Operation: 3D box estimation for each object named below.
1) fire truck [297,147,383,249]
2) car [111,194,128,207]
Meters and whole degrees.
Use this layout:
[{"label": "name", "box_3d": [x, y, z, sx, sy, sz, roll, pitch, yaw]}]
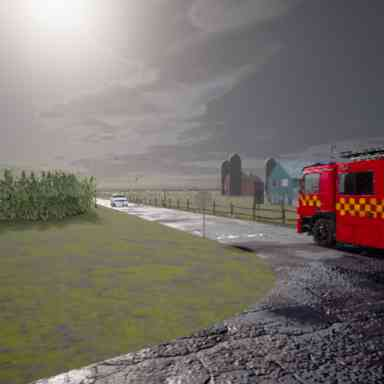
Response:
[{"label": "fire truck", "box_3d": [7.507, 0.340, 11.665, 2.891, 3.827, 8.468, -1, 0, -21]}, {"label": "car", "box_3d": [-11.967, 1.357, 54.452, 2.150, 2.045, 5.566, -1, 0, -21]}]
